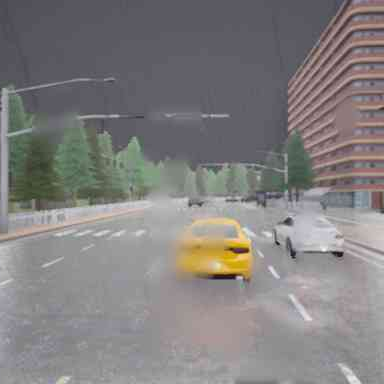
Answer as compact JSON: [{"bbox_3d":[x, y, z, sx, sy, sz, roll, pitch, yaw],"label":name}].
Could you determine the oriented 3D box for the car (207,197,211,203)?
[{"bbox_3d":[2.935,1.846,78.541,2.097,1.767,4.553,0,0,16],"label":"car"}]

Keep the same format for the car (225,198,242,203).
[{"bbox_3d":[10.465,2.146,87.091,1.895,1.301,4.718,0,0,34],"label":"car"}]

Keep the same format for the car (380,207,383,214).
[{"bbox_3d":[22.078,1.793,34.346,4.892,1.490,1.837,0,0,4],"label":"car"}]

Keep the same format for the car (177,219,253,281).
[{"bbox_3d":[0.709,1.542,10.115,1.882,1.535,5.008,0,0,4],"label":"car"}]

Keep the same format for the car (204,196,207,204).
[{"bbox_3d":[1.341,1.781,68.684,2.097,1.767,4.553,0,0,4],"label":"car"}]

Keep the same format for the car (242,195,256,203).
[{"bbox_3d":[14.271,2.051,86.580,1.837,1.490,4.892,0,0,34],"label":"car"}]

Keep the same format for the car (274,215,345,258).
[{"bbox_3d":[4.445,1.611,13.072,1.812,1.442,4.674,0,0,4],"label":"car"}]

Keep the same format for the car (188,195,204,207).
[{"bbox_3d":[0.566,1.590,59.075,2.150,2.045,5.566,0,0,4],"label":"car"}]
